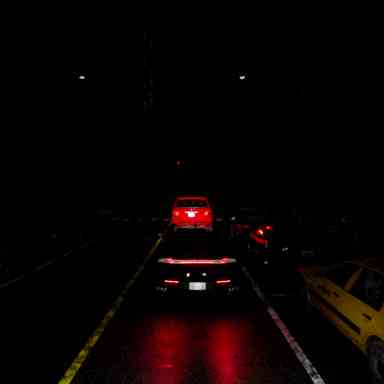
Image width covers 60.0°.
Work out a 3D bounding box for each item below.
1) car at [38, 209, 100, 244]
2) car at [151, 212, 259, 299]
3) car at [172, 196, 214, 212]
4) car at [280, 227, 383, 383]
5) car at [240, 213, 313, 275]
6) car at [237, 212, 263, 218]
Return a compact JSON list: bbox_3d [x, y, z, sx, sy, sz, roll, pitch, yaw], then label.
[{"bbox_3d":[-5.684,1.539,15.853,1.887,1.381,4.507,-1,0,0],"label":"car"},{"bbox_3d":[0.096,1.489,8.445,2.128,1.511,4.902,0,0,0],"label":"car"},{"bbox_3d":[0.062,1.215,18.793,2.150,2.045,5.566,0,0,2],"label":"car"},{"bbox_3d":[2.864,1.524,4.857,1.752,1.417,4.829,-1,0,0],"label":"car"},{"bbox_3d":[2.863,1.563,10.273,1.947,1.339,4.313,-1,0,0],"label":"car"},{"bbox_3d":[2.861,1.576,15.859,1.802,1.307,4.206,-1,0,0],"label":"car"}]
